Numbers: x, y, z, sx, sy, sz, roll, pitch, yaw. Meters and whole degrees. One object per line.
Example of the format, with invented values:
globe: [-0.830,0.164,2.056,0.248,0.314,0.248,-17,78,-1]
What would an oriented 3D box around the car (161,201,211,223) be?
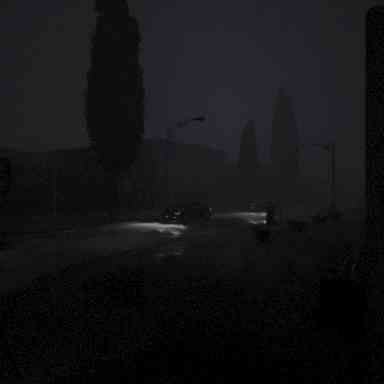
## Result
car: [-0.356,1.462,25.424,1.837,1.490,4.892,0,0,36]

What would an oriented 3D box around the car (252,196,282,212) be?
car: [8.542,1.309,37.873,2.097,1.767,4.553,0,0,36]
